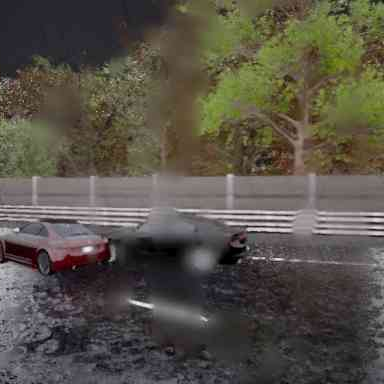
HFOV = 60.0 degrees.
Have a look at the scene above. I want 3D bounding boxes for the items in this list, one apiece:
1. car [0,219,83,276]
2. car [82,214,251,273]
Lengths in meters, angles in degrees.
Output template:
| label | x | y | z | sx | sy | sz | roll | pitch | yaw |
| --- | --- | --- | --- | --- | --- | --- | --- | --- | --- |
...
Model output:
| label | x | y | z | sx | sy | sz | roll | pitch | yaw |
| --- | --- | --- | --- | --- | --- | --- | --- | --- | --- |
| car | -4.407 | 1.531 | 10.324 | 4.181 | 1.385 | 1.994 | 0 | 0 | 38 |
| car | -0.696 | 1.437 | 10.402 | 5.008 | 1.535 | 1.882 | 0 | 0 | 22 |
